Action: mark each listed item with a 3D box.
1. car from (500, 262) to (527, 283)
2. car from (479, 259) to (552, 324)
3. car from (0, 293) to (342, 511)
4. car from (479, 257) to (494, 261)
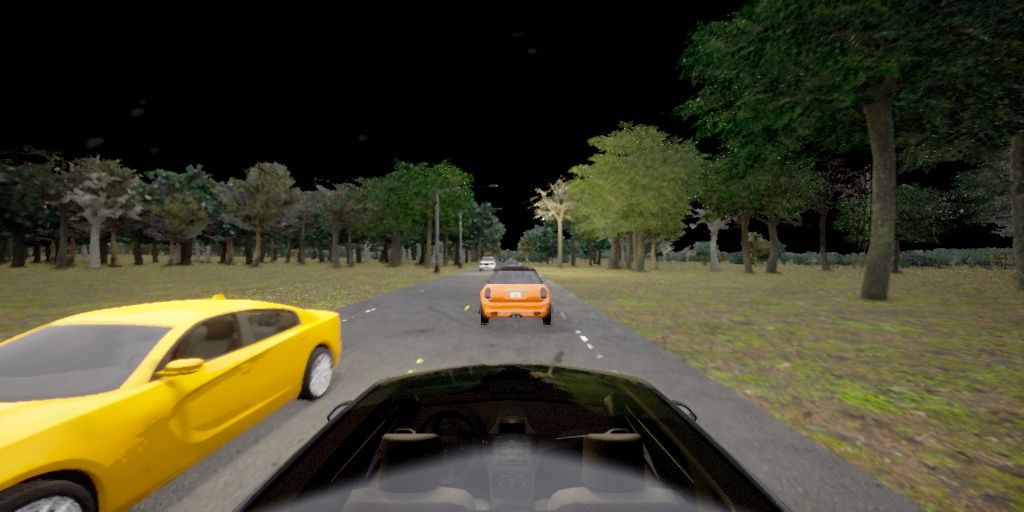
[{"bbox_3d":[0.113,1.316,30.308,2.128,1.511,4.902,0,0,0],"label":"car"},{"bbox_3d":[0.105,1.117,12.181,2.097,1.767,4.553,0,0,0],"label":"car"},{"bbox_3d":[-3.599,1.229,3.579,1.882,1.535,5.008,0,0,0],"label":"car"},{"bbox_3d":[-3.480,1.122,51.692,2.150,2.045,5.566,0,0,0],"label":"car"}]
